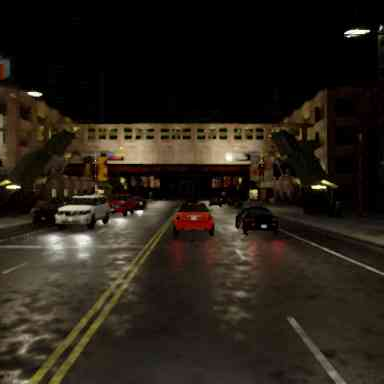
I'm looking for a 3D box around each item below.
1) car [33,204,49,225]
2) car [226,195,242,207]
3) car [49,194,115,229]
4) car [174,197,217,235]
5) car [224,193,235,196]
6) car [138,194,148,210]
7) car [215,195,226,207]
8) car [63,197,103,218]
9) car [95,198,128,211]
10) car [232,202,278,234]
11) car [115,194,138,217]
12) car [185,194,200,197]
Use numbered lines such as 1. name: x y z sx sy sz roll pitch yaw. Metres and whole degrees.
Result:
1. car: -9.903 1.492 24.620 2.097 1.535 5.008 0 0 0
2. car: 6.719 1.622 53.051 1.895 1.301 4.718 0 0 0
3. car: -7.058 1.232 22.133 2.150 2.045 5.566 0 0 0
4. car: 0.098 1.362 18.951 2.097 1.767 4.553 0 0 0
5. car: 6.673 1.260 60.447 2.435 2.045 5.566 0 0 0
6. car: -7.032 1.373 42.563 2.097 1.767 4.553 0 0 1
7. car: 3.538 1.573 50.144 2.033 1.411 5.357 0 0 1
8. car: -10.043 1.369 31.045 2.185 1.767 4.553 0 0 0
9. car: -10.010 1.502 41.820 2.231 1.521 4.892 0 0 10
10. car: 3.598 1.536 18.974 1.812 1.442 4.674 0 0 0
11. car: -7.040 1.238 32.431 2.150 2.045 5.566 0 0 1
12. car: 0.038 1.247 50.176 2.150 2.045 5.566 0 0 1
